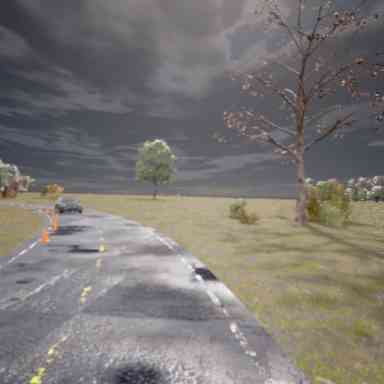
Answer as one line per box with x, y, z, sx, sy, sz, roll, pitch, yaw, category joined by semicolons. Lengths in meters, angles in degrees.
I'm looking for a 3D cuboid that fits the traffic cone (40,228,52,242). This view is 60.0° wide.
-6.566;1.906;14.841;0.340;0.580;0.340;1;0;-16;traffic cone

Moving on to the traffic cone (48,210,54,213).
-11.831;1.844;28.356;0.340;0.580;0.340;1;0;-27;traffic cone

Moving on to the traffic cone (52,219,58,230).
-8.031;1.894;19.455;0.340;0.580;0.340;1;0;-19;traffic cone

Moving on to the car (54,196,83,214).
-12.461;1.243;33.569;2.097;1.767;4.553;1;0;-31;car

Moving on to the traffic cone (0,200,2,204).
-29.516;1.475;51.181;0.340;0.580;0.340;1;0;41;traffic cone

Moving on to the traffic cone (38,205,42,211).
-16.735;1.759;36.699;0.340;0.580;0.340;1;0;-34;traffic cone

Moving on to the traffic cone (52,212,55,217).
-9.790;1.873;23.966;0.340;0.580;0.340;1;0;-23;traffic cone

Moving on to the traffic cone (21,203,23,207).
-22.662;1.636;44.350;0.340;0.580;0.340;2;0;-41;traffic cone

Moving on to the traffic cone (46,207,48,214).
-14.150;1.806;32.606;0.340;0.580;0.340;1;0;-30;traffic cone
